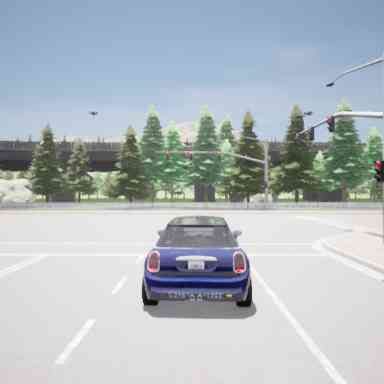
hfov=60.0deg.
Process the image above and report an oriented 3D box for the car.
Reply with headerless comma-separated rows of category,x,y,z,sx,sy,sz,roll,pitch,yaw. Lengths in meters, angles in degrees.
car,0.173,1.348,8.152,2.097,1.767,4.553,0,0,3
